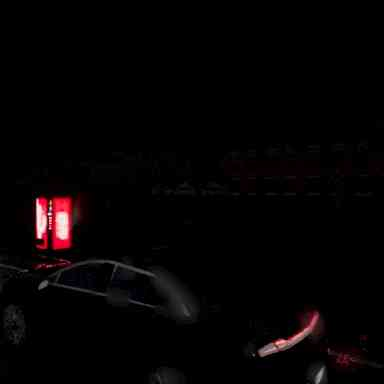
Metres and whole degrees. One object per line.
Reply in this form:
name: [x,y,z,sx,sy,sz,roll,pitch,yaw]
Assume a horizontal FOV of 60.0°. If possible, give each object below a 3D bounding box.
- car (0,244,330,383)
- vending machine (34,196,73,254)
car: [-0.766,1.493,4.537,4.902,1.511,2.128,0,0,36]
vending machine: [-5.269,1.195,12.683,0.880,2.100,1.100,0,0,36]
